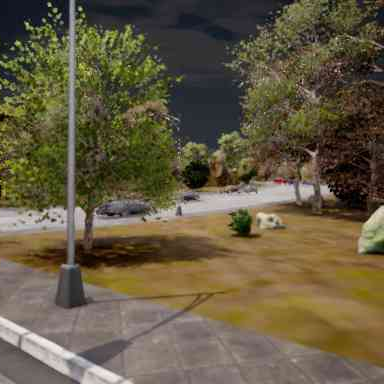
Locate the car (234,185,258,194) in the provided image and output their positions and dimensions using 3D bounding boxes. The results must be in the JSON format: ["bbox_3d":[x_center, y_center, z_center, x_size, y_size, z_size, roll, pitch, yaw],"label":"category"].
[{"bbox_3d":[9.280,-0.467,54.529,1.812,1.442,4.674,1,3,38],"label":"car"}]

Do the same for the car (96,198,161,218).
[{"bbox_3d":[-4.755,1.173,25.827,2.033,1.411,5.357,1,2,39],"label":"car"}]

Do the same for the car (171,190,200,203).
[{"bbox_3d":[-0.918,0.557,41.956,2.128,1.511,4.902,1,3,39],"label":"car"}]

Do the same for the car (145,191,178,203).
[{"bbox_3d":[-3.981,0.602,43.732,1.994,1.385,4.181,1,3,39],"label":"car"}]

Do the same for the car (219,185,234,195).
[{"bbox_3d":[6.538,-0.476,56.704,1.882,1.535,5.008,1,3,38],"label":"car"}]
